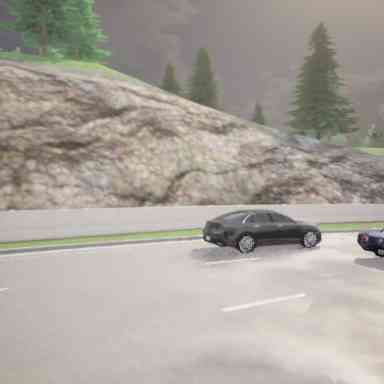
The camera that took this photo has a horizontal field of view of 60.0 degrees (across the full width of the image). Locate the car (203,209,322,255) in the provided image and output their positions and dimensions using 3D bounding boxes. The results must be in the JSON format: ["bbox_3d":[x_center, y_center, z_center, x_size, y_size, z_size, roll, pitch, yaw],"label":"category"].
[{"bbox_3d":[2.798,1.427,12.901,4.892,1.490,1.837,0,0,-24],"label":"car"}]

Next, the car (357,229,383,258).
[{"bbox_3d":[7.954,1.572,10.898,4.718,1.301,1.895,0,0,-18],"label":"car"}]
